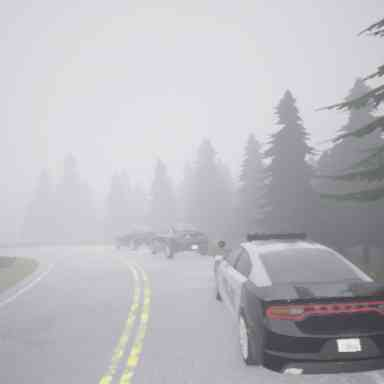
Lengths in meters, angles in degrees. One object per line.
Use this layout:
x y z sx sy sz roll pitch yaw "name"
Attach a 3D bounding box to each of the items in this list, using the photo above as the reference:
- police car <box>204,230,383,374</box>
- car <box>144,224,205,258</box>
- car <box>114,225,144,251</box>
1.522 1.534 6.131 1.930 1.638 5.238 -2 -2 -3 "police car"
-0.772 2.364 16.550 1.837 1.490 4.892 -1 -5 -21 "car"
-3.683 3.017 22.319 1.882 1.535 5.008 -1 -6 -32 "car"
